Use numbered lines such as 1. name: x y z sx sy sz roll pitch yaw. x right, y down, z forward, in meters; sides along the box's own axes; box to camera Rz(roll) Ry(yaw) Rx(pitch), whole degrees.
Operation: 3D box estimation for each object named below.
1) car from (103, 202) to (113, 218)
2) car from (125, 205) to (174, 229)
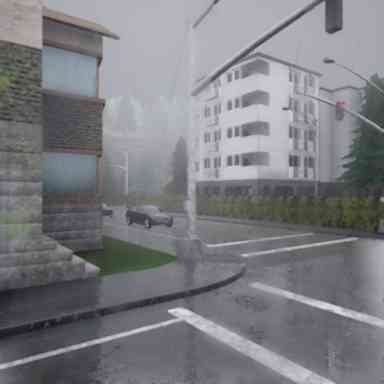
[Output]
1. car: -9.278 1.660 32.309 1.882 1.535 5.008 0 0 -35
2. car: -3.098 1.687 23.614 1.837 1.490 4.892 0 0 -35
